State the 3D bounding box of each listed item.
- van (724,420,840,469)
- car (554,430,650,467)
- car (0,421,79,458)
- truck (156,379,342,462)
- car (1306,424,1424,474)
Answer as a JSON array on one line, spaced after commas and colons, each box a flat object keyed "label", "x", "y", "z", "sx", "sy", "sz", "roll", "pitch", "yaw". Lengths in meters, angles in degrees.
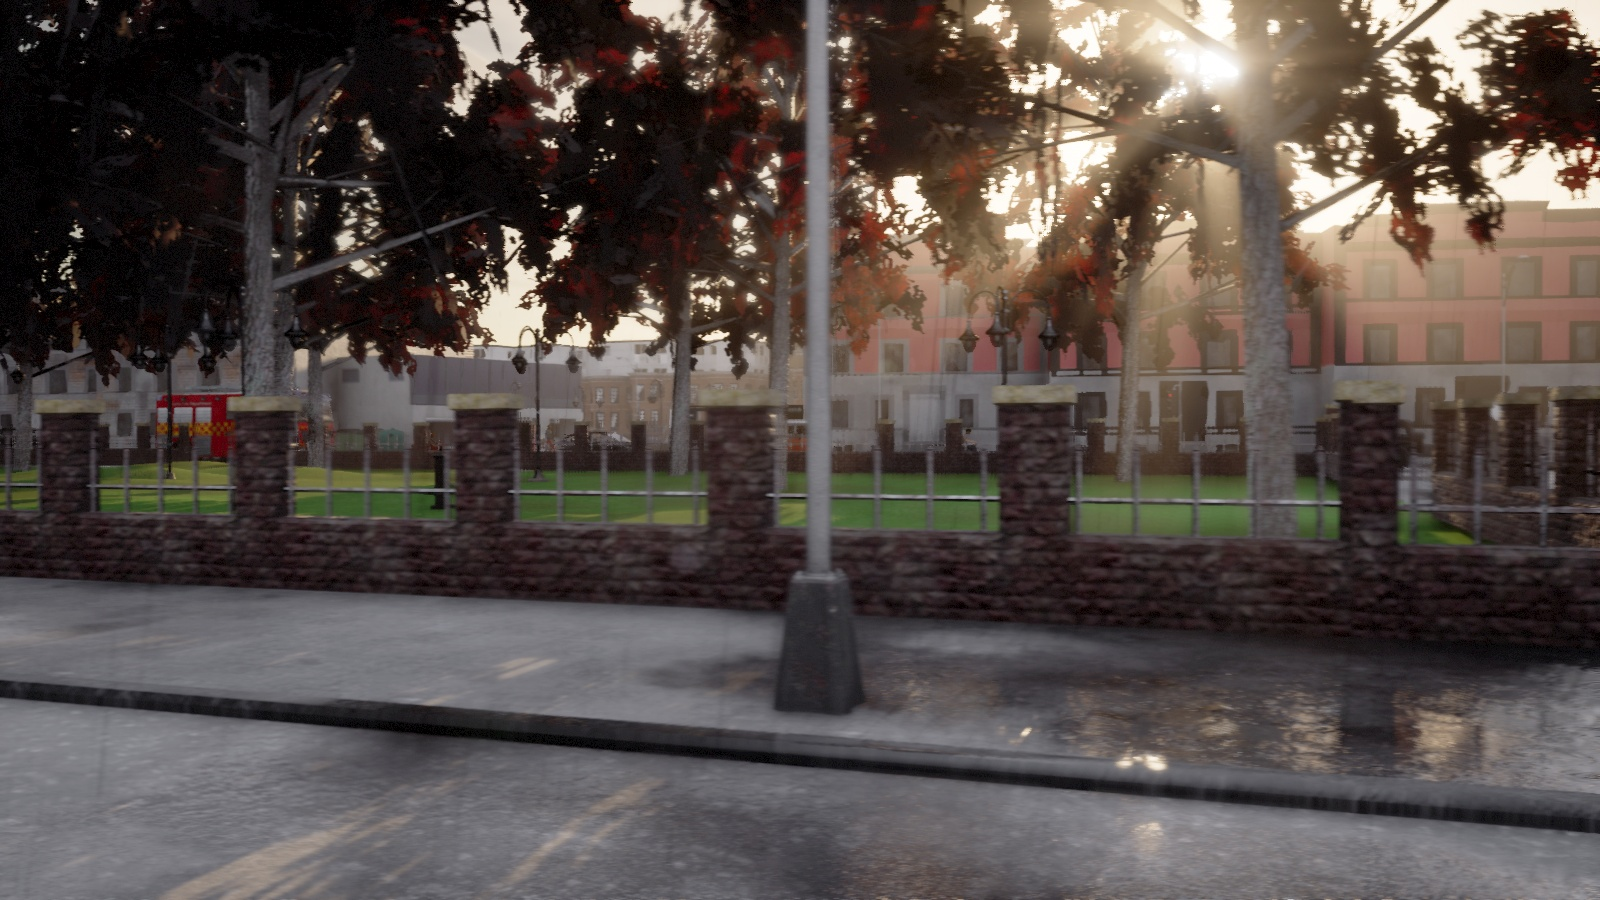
[{"label": "van", "x": -0.750, "y": -0.251, "z": 51.760, "sx": 4.442, "sy": 1.987, "sz": 1.775, "roll": 1, "pitch": 1, "yaw": 19}, {"label": "car", "x": -8.551, "y": -0.096, "z": 54.385, "sx": 3.705, "sy": 1.549, "sz": 1.789, "roll": 0, "pitch": 1, "yaw": 19}, {"label": "car", "x": -39.509, "y": -0.559, "z": 64.780, "sx": 3.866, "sy": 1.878, "sz": 1.905, "roll": 1, "pitch": 1, "yaw": 19}, {"label": "truck", "x": -26.499, "y": -1.402, "z": 60.404, "sx": 8.468, "sy": 3.827, "sz": 2.891, "roll": 1, "pitch": 1, "yaw": 19}, {"label": "car", "x": 21.650, "y": -0.068, "z": 48.146, "sx": 3.866, "sy": 1.878, "sz": 1.905, "roll": 1, "pitch": 1, "yaw": 32}]
